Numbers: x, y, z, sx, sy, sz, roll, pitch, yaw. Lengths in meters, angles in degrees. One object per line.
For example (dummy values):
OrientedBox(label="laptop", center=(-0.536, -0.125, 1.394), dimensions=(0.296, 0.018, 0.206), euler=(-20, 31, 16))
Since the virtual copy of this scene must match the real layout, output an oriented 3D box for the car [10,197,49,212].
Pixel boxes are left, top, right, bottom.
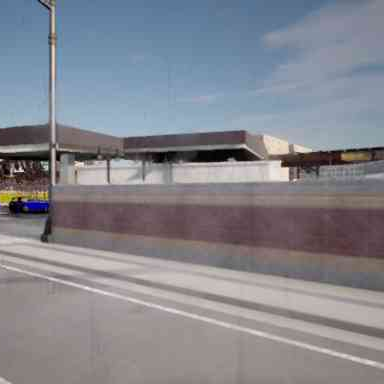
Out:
OrientedBox(label="car", center=(-17.692, 1.343, 37.095), dimensions=(2.242, 1.667, 4.611), euler=(0, 0, 37))
